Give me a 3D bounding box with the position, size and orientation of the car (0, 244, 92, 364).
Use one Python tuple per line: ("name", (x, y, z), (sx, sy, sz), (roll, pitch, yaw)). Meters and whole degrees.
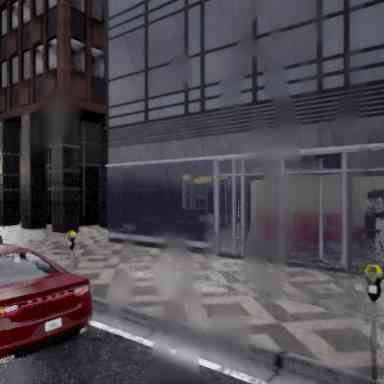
("car", (-3.569, 1.541, 5.511), (4.507, 1.381, 1.887), (0, 0, 35))
